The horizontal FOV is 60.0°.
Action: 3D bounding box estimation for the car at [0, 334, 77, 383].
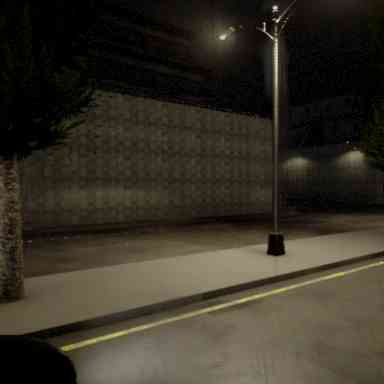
[{"bbox_3d":[-2.968,1.537,1.628,4.674,1.442,1.812,-1,0,-35],"label":"car"}]
